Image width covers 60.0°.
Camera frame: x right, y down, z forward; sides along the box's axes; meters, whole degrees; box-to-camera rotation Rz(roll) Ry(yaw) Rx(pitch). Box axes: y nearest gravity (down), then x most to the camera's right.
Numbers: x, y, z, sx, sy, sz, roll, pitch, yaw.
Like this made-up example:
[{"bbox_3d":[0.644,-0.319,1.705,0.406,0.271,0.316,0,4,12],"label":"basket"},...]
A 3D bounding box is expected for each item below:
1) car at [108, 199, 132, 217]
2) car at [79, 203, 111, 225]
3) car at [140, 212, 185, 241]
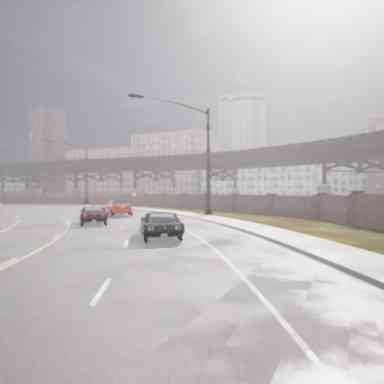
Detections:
[{"bbox_3d":[-7.609,1.454,33.572,2.097,1.767,4.553,-1,0,-27],"label":"car"},{"bbox_3d":[-7.511,1.700,25.064,1.895,1.301,4.718,-1,0,-20],"label":"car"},{"bbox_3d":[-1.646,1.640,16.921,1.895,1.301,4.718,0,0,-11],"label":"car"}]
